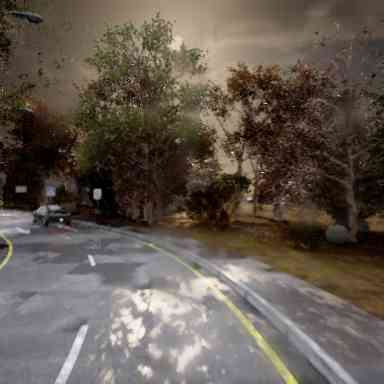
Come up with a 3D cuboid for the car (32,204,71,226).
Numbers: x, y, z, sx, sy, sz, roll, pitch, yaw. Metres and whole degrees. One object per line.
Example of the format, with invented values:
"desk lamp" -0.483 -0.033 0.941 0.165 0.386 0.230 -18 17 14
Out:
"car" -10.880 1.720 25.653 1.837 1.490 4.892 0 0 -40
